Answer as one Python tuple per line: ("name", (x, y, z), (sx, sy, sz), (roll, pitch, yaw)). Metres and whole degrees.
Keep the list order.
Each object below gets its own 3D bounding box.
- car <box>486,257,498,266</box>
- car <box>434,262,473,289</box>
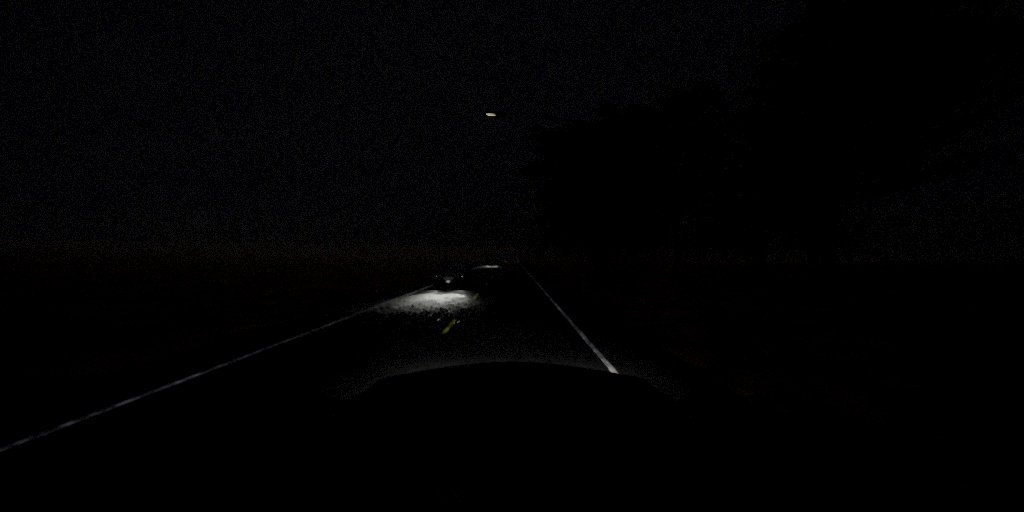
("car", (-3.512, 0.911, 63.126), (2.128, 1.511, 4.902), (0, 0, 1))
("car", (-3.590, 1.160, 22.596), (2.128, 1.511, 4.902), (0, 0, 0))
